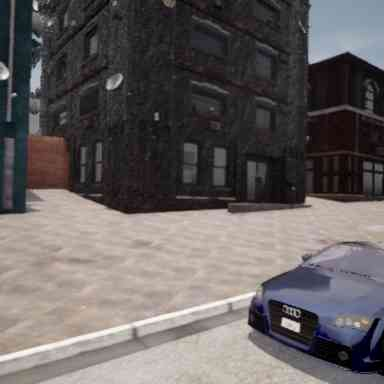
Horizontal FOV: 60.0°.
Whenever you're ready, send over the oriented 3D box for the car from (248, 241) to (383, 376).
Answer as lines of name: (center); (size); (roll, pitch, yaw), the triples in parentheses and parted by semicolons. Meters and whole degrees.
car: (2.917, 1.564, 5.557); (4.181, 1.385, 1.994); (0, 0, -36)
